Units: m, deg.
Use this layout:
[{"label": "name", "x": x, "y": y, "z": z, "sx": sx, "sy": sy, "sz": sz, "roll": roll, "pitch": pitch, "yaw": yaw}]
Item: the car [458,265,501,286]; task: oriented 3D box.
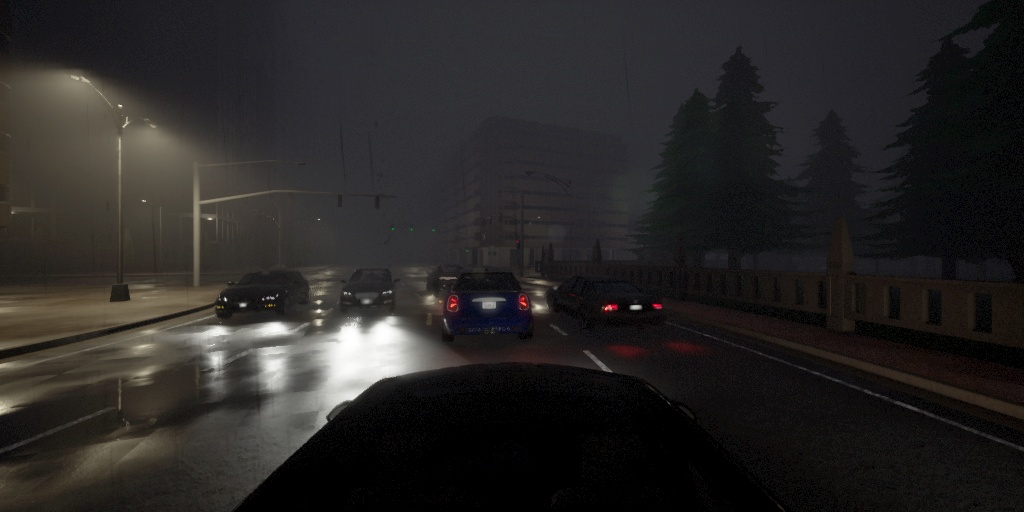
[{"label": "car", "x": -2.531, "y": 1.351, "z": 26.526, "sx": 1.895, "sy": 1.301, "sz": 4.718, "roll": 0, "pitch": 0, "yaw": -21}]

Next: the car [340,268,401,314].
[{"label": "car", "x": -5.501, "y": 1.243, "z": 14.145, "sx": 2.128, "sy": 1.511, "sz": 4.902, "roll": 0, "pitch": 0, "yaw": -17}]

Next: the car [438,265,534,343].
[{"label": "car", "x": -0.809, "y": 1.102, "z": 9.985, "sx": 2.097, "sy": 1.767, "sz": 4.553, "roll": 0, "pitch": 0, "yaw": -8}]

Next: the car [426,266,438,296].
[{"label": "car", "x": -3.466, "y": 1.242, "z": 19.191, "sx": 2.128, "sy": 1.511, "sz": 4.902, "roll": 0, "pitch": 0, "yaw": -19}]

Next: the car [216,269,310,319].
[{"label": "car", "x": -8.832, "y": 1.257, "z": 13.136, "sx": 1.837, "sy": 1.490, "sz": 4.892, "roll": 0, "pitch": -1, "yaw": -17}]

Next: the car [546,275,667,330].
[{"label": "car", "x": 2.571, "y": 1.297, "z": 11.188, "sx": 2.033, "sy": 1.411, "sz": 5.357, "roll": 0, "pitch": 0, "yaw": -10}]
